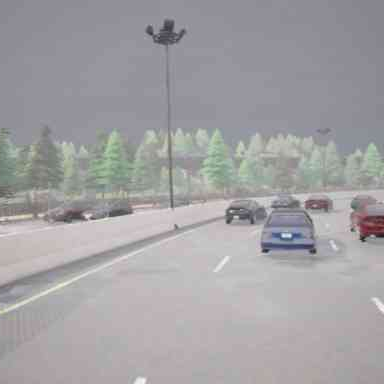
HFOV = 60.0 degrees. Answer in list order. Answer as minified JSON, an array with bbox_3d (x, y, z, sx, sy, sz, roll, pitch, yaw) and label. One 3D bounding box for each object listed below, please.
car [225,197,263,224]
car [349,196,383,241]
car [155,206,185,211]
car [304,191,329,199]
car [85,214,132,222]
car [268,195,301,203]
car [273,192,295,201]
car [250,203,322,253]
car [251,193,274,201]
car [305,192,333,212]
[{"bbox_3d":[3.666,1.270,22.403,1.837,1.490,4.892,-2,0,24],"label":"car"},{"bbox_3d":[8.038,1.161,14.426,1.882,1.535,5.008,-2,0,19],"label":"car"},{"bbox_3d":[-1.454,1.388,28.342,1.837,1.490,4.892,-2,0,26],"label":"car"},{"bbox_3d":[22.754,0.537,60.837,5.357,1.411,2.033,-2,0,-42],"label":"car"},{"bbox_3d":[-6.448,1.535,25.744,2.128,1.511,4.902,-2,0,23],"label":"car"},{"bbox_3d":[9.626,1.076,33.939,2.033,1.411,5.357,-1,0,32],"label":"car"},{"bbox_3d":[16.484,0.745,59.690,1.994,1.385,4.181,-1,0,45],"label":"car"},{"bbox_3d":[3.714,1.367,12.720,2.033,1.411,5.357,-2,0,18],"label":"car"},{"bbox_3d":[12.963,0.879,61.145,1.895,1.301,4.718,-1,0,45],"label":"car"},{"bbox_3d":[11.709,0.964,30.506,1.882,1.535,5.008,-2,0,30],"label":"car"}]
